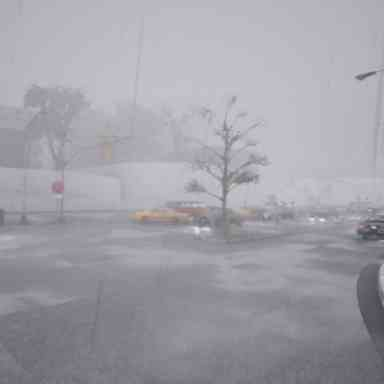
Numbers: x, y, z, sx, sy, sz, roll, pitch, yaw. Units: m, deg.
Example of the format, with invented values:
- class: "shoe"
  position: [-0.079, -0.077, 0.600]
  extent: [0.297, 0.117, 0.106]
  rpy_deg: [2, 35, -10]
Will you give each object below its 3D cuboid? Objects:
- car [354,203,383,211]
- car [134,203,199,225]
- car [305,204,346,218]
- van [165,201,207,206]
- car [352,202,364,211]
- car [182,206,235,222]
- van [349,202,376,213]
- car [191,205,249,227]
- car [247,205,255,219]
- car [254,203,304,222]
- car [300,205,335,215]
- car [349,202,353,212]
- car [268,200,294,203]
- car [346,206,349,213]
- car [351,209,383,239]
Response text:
- class: "car"
  position: [26.901, 2.741, 50.458]
  extent: [4.892, 1.490, 1.837]
  rpy_deg: [2, -2, -44]
- class: "car"
  position: [-2.470, 1.954, 28.739]
  extent: [5.366, 1.575, 1.946]
  rpy_deg: [-1, -2, 26]
- class: "car"
  position: [16.127, 2.392, 40.042]
  extent: [5.357, 1.411, 2.033]
  rpy_deg: [2, -2, -44]
- class: "van"
  position: [-0.394, 1.790, 30.853]
  extent: [4.442, 1.987, 1.878]
  rpy_deg: [-1, -2, 26]
- class: "car"
  position: [25.324, 2.824, 55.754]
  extent: [5.366, 1.575, 1.946]
  rpy_deg: [-1, -3, 26]
- class: "car"
  position: [1.611, 2.106, 32.981]
  extent: [4.792, 1.488, 2.163]
  rpy_deg: [-1, -2, 26]
- class: "van"
  position: [31.685, 2.827, 62.035]
  extent: [4.442, 1.987, 1.878]
  rpy_deg: [-1, -3, 26]
- class: "car"
  position: [2.288, 2.014, 26.661]
  extent: [4.181, 1.385, 1.994]
  rpy_deg: [2, -2, -44]
- class: "car"
  position: [3.608, 2.134, 35.130]
  extent: [5.366, 1.575, 1.946]
  rpy_deg: [-1, -2, 26]
- class: "car"
  position: [8.689, 2.117, 32.871]
  extent: [4.902, 1.511, 2.128]
  rpy_deg: [2, -2, -44]
- class: "car"
  position: [18.743, 2.637, 49.593]
  extent: [4.674, 1.452, 2.002]
  rpy_deg: [-1, -2, 26]
- class: "car"
  position: [22.989, 2.781, 53.763]
  extent: [4.792, 1.488, 2.163]
  rpy_deg: [-1, -2, 26]
- class: "car"
  position: [10.161, 2.068, 41.302]
  extent: [5.566, 2.045, 2.435]
  rpy_deg: [-1, -2, 26]
- class: "car"
  position: [21.047, 2.666, 51.597]
  extent: [5.366, 1.575, 1.946]
  rpy_deg: [-1, -3, 26]
- class: "car"
  position: [10.916, 1.864, 18.417]
  extent: [5.357, 1.411, 2.033]
  rpy_deg: [2, -2, -44]
